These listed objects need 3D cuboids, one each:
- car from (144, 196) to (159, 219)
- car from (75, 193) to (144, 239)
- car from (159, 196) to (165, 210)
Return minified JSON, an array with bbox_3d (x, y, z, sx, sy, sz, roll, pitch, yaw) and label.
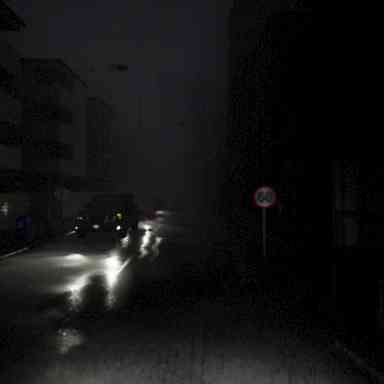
[{"bbox_3d":[-4.067,1.277,26.973,1.882,1.535,5.008,0,0,0],"label":"car"},{"bbox_3d":[-4.086,1.095,16.953,2.150,2.045,5.566,0,0,0],"label":"car"},{"bbox_3d":[-4.041,1.229,37.097,1.837,1.490,4.892,0,0,0],"label":"car"}]
